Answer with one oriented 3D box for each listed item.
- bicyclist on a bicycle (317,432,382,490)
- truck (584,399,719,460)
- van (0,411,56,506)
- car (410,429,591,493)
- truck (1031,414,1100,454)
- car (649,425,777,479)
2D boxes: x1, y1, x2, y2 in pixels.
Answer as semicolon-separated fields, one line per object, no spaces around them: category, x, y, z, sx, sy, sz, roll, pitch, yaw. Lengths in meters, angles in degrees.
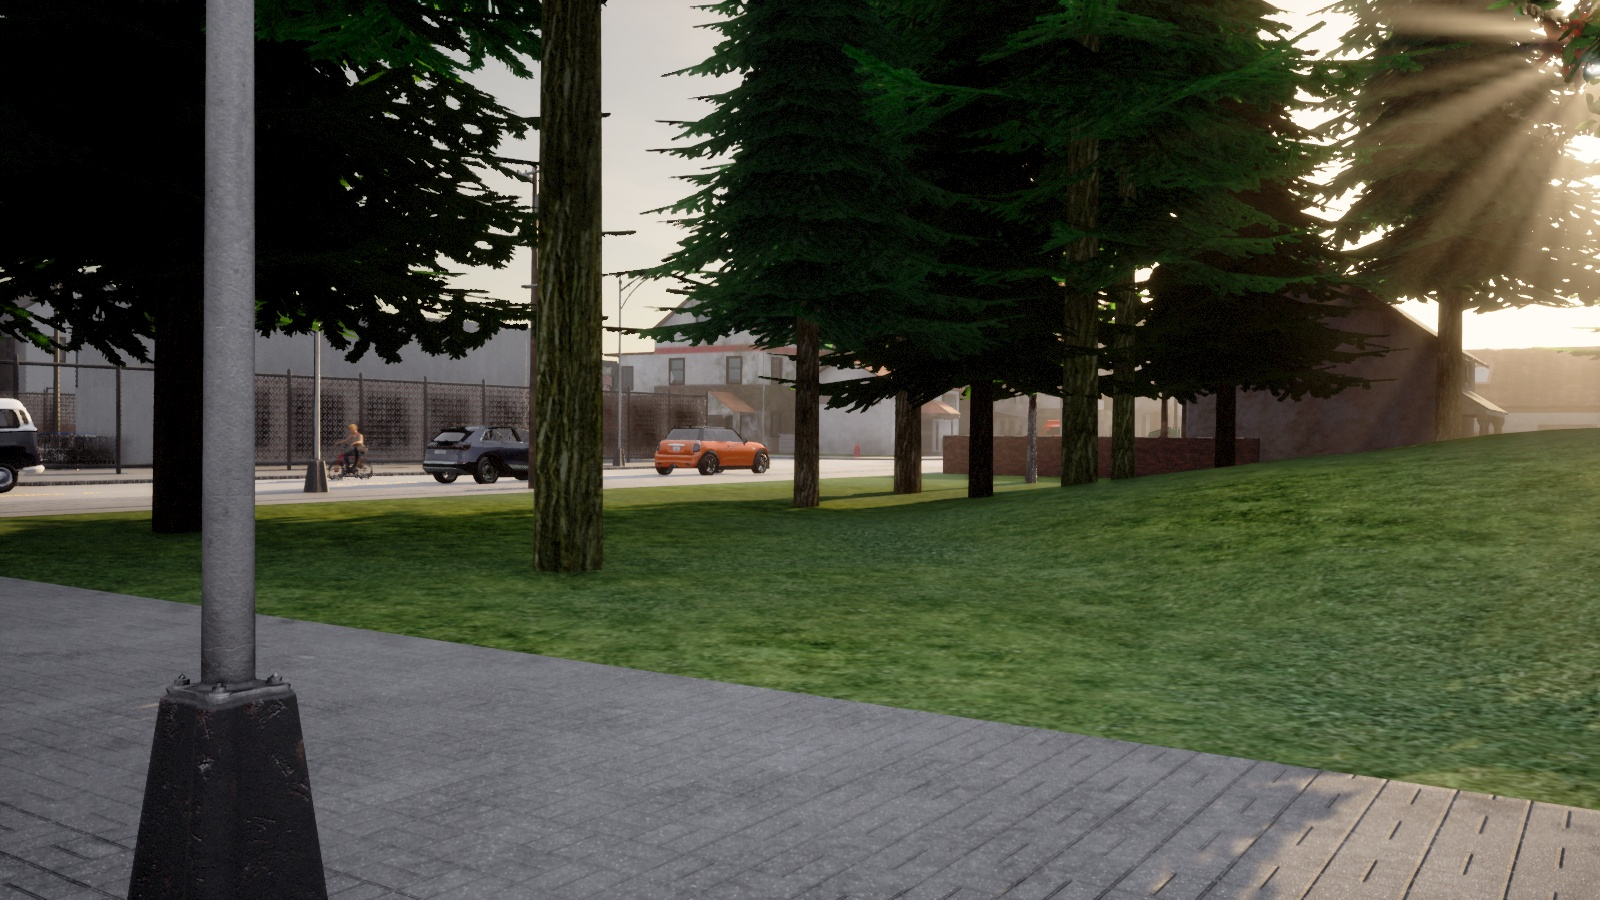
bicyclist on a bicycle;-12.821;0.296;35.748;0.866;1.612;1.509;0;1;33
truck;-8.831;-1.185;74.289;7.936;3.462;2.891;0;1;33
van;-18.780;0.247;26.762;2.069;2.038;4.480;0;3;33
car;-8.315;0.255;35.293;2.033;1.649;4.856;0;1;34
truck;17.161;-1.016;80.939;2.627;2.467;5.204;0;1;33
car;-2.931;0.024;43.387;2.097;1.767;4.553;0;1;33
